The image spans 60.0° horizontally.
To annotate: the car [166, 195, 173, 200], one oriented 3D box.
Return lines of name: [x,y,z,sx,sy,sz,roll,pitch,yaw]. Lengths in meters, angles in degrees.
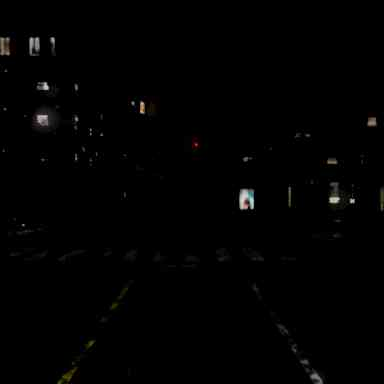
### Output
car: [-5.992,1.444,89.304,1.752,1.417,4.829,0,0,0]

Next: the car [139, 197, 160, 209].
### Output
car: [-5.842,1.487,43.901,2.008,1.369,4.403,0,0,0]

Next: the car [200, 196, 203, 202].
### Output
car: [2.519,1.515,49.638,1.802,1.307,4.206,0,0,0]

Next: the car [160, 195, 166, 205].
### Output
car: [-5.880,1.478,55.295,2.008,1.369,4.403,0,0,0]

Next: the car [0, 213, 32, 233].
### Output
car: [-11.824,1.570,18.985,4.718,1.301,1.895,0,1,-1]

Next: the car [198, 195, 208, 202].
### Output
car: [2.444,1.472,72.425,2.008,1.369,4.403,0,0,0]

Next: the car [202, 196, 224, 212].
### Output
car: [2.556,1.382,38.244,1.967,1.590,4.097,0,0,0]

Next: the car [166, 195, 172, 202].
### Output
car: [-5.936,1.445,72.215,1.752,1.417,4.829,0,0,0]
